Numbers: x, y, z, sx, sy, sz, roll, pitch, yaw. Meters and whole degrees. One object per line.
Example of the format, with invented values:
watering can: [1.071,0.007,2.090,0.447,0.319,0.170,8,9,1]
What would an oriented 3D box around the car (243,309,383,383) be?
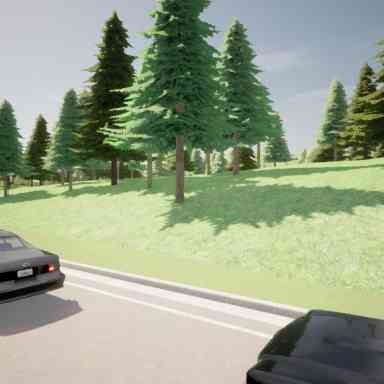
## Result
car: [2.680,1.601,2.079,4.718,1.301,1.895,0,0,36]

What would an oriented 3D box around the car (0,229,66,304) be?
car: [-5.138,1.547,7.639,5.357,1.411,2.033,0,0,36]
